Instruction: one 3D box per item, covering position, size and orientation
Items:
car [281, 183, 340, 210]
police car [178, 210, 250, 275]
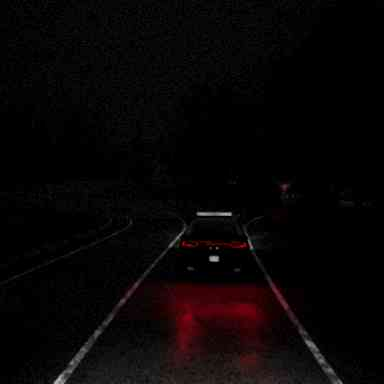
[{"bbox_3d":[10.353,0.285,29.101,5.566,2.045,2.150,-3,6,-27],"label":"car"},{"bbox_3d":[0.703,1.403,10.611,1.930,1.638,5.238,0,0,4],"label":"police car"}]
